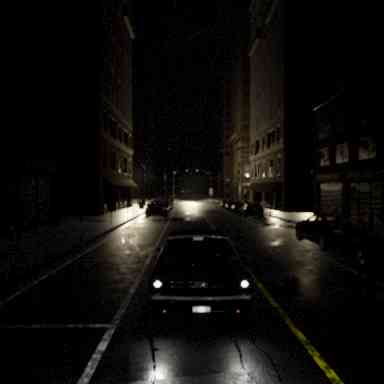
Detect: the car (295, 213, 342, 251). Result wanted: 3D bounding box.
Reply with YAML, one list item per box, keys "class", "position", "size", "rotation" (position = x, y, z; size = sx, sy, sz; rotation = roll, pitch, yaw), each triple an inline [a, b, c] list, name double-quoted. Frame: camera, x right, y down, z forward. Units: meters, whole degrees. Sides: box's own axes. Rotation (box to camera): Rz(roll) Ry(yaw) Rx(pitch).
- class: "car"
  position: [5.754, 1.547, 13.997]
  size: [1.887, 1.381, 4.507]
  rotation: [-1, 0, -1]

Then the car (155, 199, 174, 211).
- class: "car"
  position: [-3.359, 1.557, 41.333]
  size: [2.008, 1.369, 4.403]
  rotation: [-1, 0, -1]

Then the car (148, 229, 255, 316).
- class: "car"
  position: [0.141, 1.600, 7.625]
  size: [1.895, 1.301, 4.718]
  rotation: [0, 0, 0]

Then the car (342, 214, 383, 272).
- class: "car"
  position: [5.870, 1.442, 8.493]
  size: [1.967, 1.590, 4.097]
  rotation: [-1, 0, -1]

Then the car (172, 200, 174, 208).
- class: "car"
  position: [-3.241, 1.570, 35.830]
  size: [1.947, 1.339, 4.313]
  rotation: [-1, 0, -1]

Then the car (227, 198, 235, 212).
- class: "car"
  position: [5.282, 1.552, 36.012]
  size: [1.887, 1.381, 4.507]
  rotation: [-1, 0, -1]

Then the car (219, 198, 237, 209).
- class: "car"
  position: [5.046, 1.557, 47.020]
  size: [1.887, 1.381, 4.507]
  rotation: [-1, 0, -1]

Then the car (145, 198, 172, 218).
- class: "car"
  position: [-3.125, 1.442, 30.325]
  size: [1.967, 1.590, 4.097]
  rotation: [-1, 0, -1]

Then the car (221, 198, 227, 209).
- class: "car"
  position: [5.164, 1.555, 41.516]
  size: [1.887, 1.381, 4.507]
  rotation: [-1, 0, -1]

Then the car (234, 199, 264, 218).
- class: "car"
  position: [5.400, 1.571, 30.508]
  size: [1.947, 1.339, 4.313]
  rotation: [-1, 0, -1]

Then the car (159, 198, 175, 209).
- class: "car"
  position: [-3.477, 1.553, 46.838]
  size: [1.887, 1.381, 4.507]
  rotation: [-1, 0, -1]
